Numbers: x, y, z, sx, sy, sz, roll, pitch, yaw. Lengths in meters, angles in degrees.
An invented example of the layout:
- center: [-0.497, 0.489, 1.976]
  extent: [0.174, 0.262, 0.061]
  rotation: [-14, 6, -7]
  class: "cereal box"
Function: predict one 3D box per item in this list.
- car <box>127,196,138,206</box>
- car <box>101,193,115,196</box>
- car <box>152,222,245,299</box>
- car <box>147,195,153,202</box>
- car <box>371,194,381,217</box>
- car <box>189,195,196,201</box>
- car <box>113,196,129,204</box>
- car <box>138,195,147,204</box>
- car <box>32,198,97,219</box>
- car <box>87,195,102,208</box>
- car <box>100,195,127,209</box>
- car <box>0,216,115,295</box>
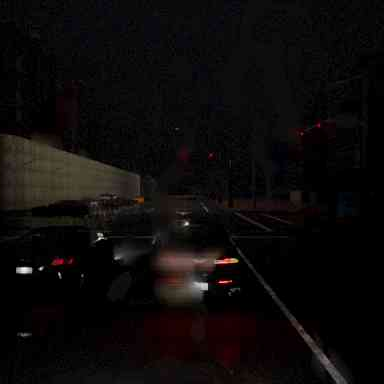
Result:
- center: [-10.466, 1.601, 53.846]
  extent: [1.895, 1.301, 4.718]
  rotation: [0, 0, 0]
  class: "car"
- center: [-13.971, 1.221, 54.630]
  extent: [2.150, 2.045, 5.566]
  rotation: [0, 0, 1]
  class: "car"
- center: [0.103, 1.492, 8.425]
  extent: [2.128, 1.511, 4.902]
  rotation: [0, 0, -1]
  class: "car"
- center: [-10.329, 1.457, 77.441]
  extent: [1.882, 1.535, 5.008]
  rotation: [0, 0, 0]
  class: "car"
- center: [15.163, 1.222, 28.581]
  extent: [5.566, 2.045, 2.150]
  rotation: [0, 0, 0]
  class: "car"
- center: [0.188, 1.525, 84.976]
  extent: [2.128, 1.511, 4.902]
  rotation: [0, 0, 0]
  class: "car"
- center: [-13.880, 1.547, 65.255]
  extent: [2.033, 1.411, 5.357]
  rotation: [0, 0, 1]
  class: "car"
- center: [-10.404, 1.478, 63.947]
  extent: [1.882, 1.535, 5.008]
  rotation: [0, 0, 1]
  class: "car"
- center: [-11.135, 1.491, 28.553]
  extent: [4.902, 1.511, 2.128]
  rotation: [0, 0, 0]
  class: "car"
- center: [-13.992, 1.505, 44.776]
  extent: [1.837, 1.490, 4.892]
  rotation: [0, 0, 0]
  class: "car"
- center: [-10.493, 1.526, 44.738]
  extent: [1.812, 1.442, 4.674]
  rotation: [0, 0, 0]
  class: "car"
- center: [-3.405, 1.564, 8.782]
  extent: [1.994, 1.385, 4.181]
  rotation: [0, 0, 0]
  class: "car"
